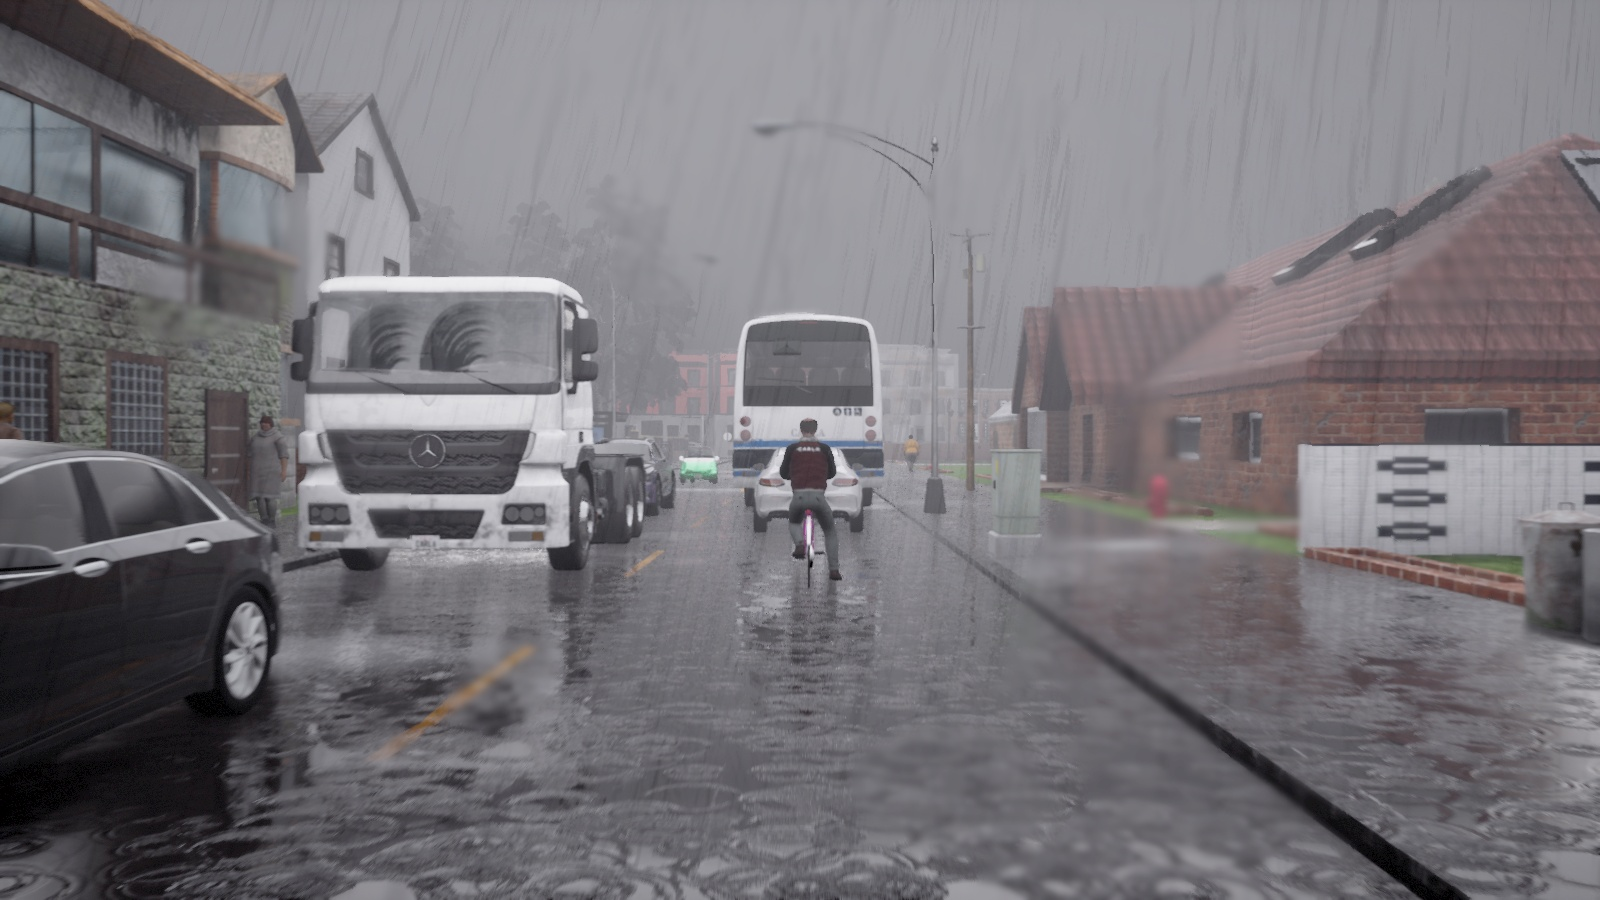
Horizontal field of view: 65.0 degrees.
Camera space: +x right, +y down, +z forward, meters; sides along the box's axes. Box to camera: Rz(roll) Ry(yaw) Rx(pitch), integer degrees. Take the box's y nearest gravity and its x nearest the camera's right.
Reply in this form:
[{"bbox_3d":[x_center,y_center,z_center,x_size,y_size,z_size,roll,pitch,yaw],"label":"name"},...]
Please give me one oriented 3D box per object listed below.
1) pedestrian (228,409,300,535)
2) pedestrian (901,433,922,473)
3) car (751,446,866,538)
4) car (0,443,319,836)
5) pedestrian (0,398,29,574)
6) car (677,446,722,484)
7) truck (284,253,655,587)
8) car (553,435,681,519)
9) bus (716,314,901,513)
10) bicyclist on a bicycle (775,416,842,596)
[{"bbox_3d":[-8.500,0.337,19.951,0.659,1.952,0.873,0,0,14],"label":"pedestrian"},{"bbox_3d":[5.199,0.130,58.558,0.874,1.855,0.900,0,0,-2],"label":"pedestrian"},{"bbox_3d":[0.145,0.648,22.142,1.812,1.442,4.674,0,0,0],"label":"car"},{"bbox_3d":[-3.955,0.718,5.438,1.837,1.490,4.892,0,0,0],"label":"car"},{"bbox_3d":[-8.538,0.374,13.303,0.331,1.846,0.634,0,0,1],"label":"pedestrian"},{"bbox_3d":[-3.725,0.535,46.731,1.481,1.376,2.207,0,0,0],"label":"car"},{"bbox_3d":[-3.882,-0.334,17.000,2.891,3.462,7.936,0,0,0],"label":"truck"},{"bbox_3d":[-3.826,0.520,27.143,2.033,1.649,4.856,0,0,0],"label":"car"},{"bbox_3d":[0.211,-0.810,31.968,3.944,4.253,10.273,0,0,0],"label":"bus"},{"bbox_3d":[0.092,0.542,13.276,0.659,1.776,1.843,0,1,0],"label":"bicyclist on a bicycle"}]
